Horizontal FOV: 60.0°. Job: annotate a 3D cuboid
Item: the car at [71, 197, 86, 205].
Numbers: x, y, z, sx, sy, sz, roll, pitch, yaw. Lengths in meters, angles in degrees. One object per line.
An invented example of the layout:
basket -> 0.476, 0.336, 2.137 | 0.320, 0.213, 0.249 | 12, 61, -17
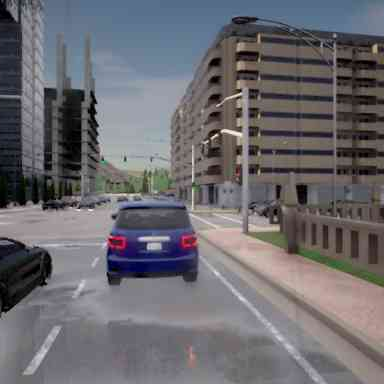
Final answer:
car -> -20.461, 1.574, 59.974 | 1.812, 1.442, 4.674 | 0, 0, -9

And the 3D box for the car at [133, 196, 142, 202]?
car -> -12.710, 1.609, 77.320 | 1.994, 1.385, 4.181 | 0, 0, -10

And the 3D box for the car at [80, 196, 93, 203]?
car -> -22.053, 1.609, 69.647 | 1.994, 1.385, 4.181 | 0, 0, -10

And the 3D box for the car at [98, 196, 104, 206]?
car -> -16.117, 1.570, 55.201 | 1.812, 1.442, 4.674 | 0, 0, -10

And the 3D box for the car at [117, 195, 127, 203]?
car -> -16.141, 1.585, 76.617 | 2.128, 1.511, 4.902 | 0, 0, -10

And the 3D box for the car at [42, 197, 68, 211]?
car -> -17.425, 1.635, 41.967 | 1.895, 1.301, 4.718 | 0, 0, -10

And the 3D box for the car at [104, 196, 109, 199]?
car -> -17.753, 1.616, 65.110 | 1.994, 1.385, 4.181 | 0, 0, -9

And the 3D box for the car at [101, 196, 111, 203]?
car -> -19.455, 1.582, 75.228 | 1.812, 1.442, 4.674 | 0, 0, -10

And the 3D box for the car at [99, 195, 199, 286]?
car -> -1.181, 1.231, 9.686 | 2.150, 2.045, 5.566 | 0, 0, -8

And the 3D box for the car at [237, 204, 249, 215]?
car -> 7.088, 1.586, 34.426 | 4.892, 1.490, 1.837 | 0, 0, -10

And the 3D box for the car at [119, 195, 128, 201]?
car -> -17.853, 1.617, 86.648 | 1.994, 1.385, 4.181 | 0, 0, -10

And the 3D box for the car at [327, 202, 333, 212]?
car -> 16.165, 1.586, 36.027 | 4.892, 1.490, 1.837 | 0, 0, -10

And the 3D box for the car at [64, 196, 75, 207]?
car -> -18.917, 1.393, 50.737 | 2.097, 1.767, 4.553 | 0, 0, -10

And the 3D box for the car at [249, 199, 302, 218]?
car -> 8.055, 1.430, 31.043 | 4.553, 1.767, 2.097 | 0, 0, -10

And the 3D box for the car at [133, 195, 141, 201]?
car -> -14.403, 1.604, 87.238 | 2.033, 1.411, 5.357 | 0, 0, -10

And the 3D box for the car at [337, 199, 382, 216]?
car -> 16.551, 1.642, 32.536 | 4.181, 1.385, 1.994 | 0, 0, -10

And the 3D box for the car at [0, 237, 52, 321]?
car -> -4.302, 1.570, 6.664 | 1.994, 1.385, 4.181 | 0, 0, -8

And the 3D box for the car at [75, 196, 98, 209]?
car -> -14.609, 1.542, 46.303 | 1.837, 1.490, 4.892 | 0, 0, -10
